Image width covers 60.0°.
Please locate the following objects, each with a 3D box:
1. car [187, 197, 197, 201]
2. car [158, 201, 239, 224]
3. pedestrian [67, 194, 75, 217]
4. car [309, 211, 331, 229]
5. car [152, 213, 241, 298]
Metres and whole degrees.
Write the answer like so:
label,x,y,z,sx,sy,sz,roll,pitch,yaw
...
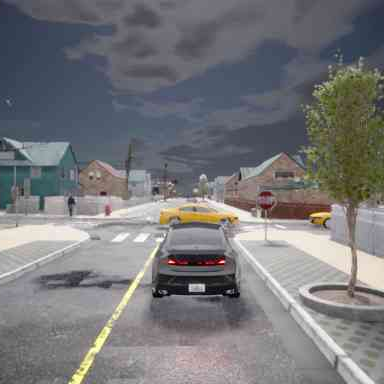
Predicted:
label,x,y,z,sx,sy,sz,roll,pitch,yaw
car,-0.043,1.706,64.214,1.994,1.385,4.181,0,0,0
car,0.420,1.512,20.762,5.008,1.535,1.882,1,-1,0
pedestrian,-9.687,1.047,26.608,0.375,1.860,0.375,0,-2,0
car,10.973,1.799,23.710,5.008,1.535,1.882,1,-1,-1
car,0.081,1.510,8.513,1.837,1.490,4.892,0,0,0
